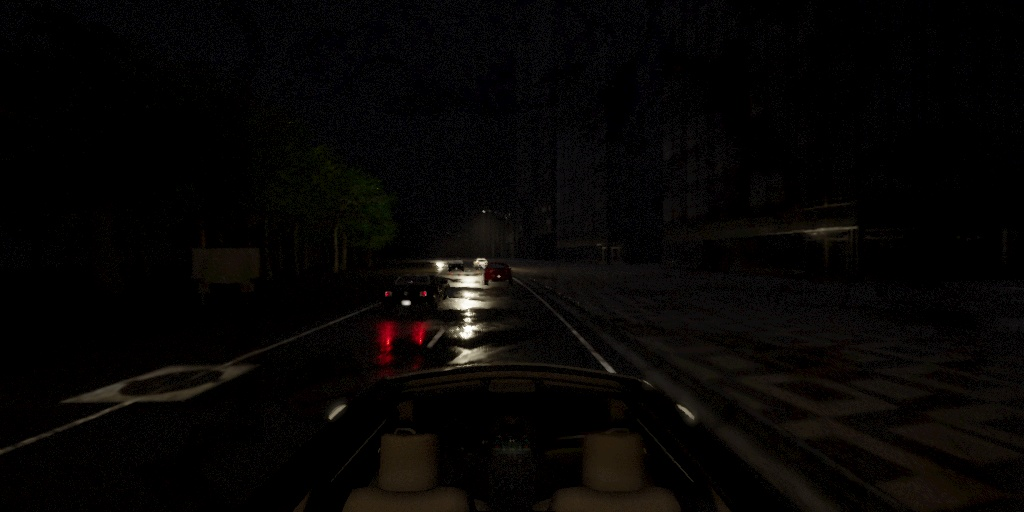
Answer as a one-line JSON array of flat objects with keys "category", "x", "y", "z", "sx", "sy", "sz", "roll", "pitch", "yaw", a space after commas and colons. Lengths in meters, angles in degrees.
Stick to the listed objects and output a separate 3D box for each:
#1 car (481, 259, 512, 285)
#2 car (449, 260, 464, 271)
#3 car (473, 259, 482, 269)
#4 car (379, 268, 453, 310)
[{"category": "car", "x": -1.088, "y": 1.179, "z": 26.122, "sx": 1.882, "sy": 1.535, "sz": 5.008, "roll": 0, "pitch": 0, "yaw": -5}, {"category": "car", "x": -7.072, "y": 1.192, "z": 45.473, "sx": 1.895, "sy": 1.301, "sz": 4.718, "roll": 0, "pitch": 0, "yaw": -9}, {"category": "car", "x": -4.375, "y": 1.077, "z": 50.195, "sx": 1.812, "sy": 1.442, "sz": 4.674, "roll": 0, "pitch": 1, "yaw": -10}, {"category": "car", "x": -3.792, "y": 1.350, "z": 14.758, "sx": 1.895, "sy": 1.301, "sz": 4.718, "roll": 0, "pitch": 0, "yaw": -3}]
